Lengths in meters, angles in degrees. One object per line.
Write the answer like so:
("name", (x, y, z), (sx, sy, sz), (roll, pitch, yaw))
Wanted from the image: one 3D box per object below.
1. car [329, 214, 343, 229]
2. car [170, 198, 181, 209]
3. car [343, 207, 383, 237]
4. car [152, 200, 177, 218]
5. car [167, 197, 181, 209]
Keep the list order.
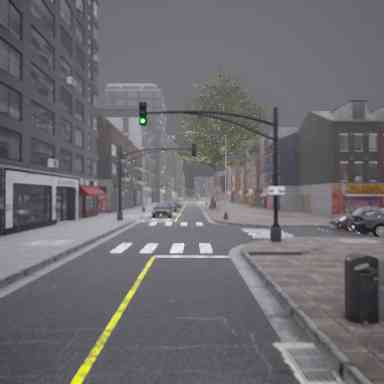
("car", (10.900, 1.668, 21.132), (4.097, 1.590, 1.967), (0, -1, 0))
("car", (-2.901, 1.821, 43.784), (2.128, 1.511, 4.902), (0, -1, 0))
("car", (11.379, 1.708, 18.491), (4.892, 1.490, 1.837), (0, -1, 0))
("car", (-2.892, 1.797, 33.523), (2.033, 1.411, 5.357), (0, 0, 0))
("car", (-2.900, 1.762, 53.905), (2.097, 1.767, 4.553), (0, -1, 0))
